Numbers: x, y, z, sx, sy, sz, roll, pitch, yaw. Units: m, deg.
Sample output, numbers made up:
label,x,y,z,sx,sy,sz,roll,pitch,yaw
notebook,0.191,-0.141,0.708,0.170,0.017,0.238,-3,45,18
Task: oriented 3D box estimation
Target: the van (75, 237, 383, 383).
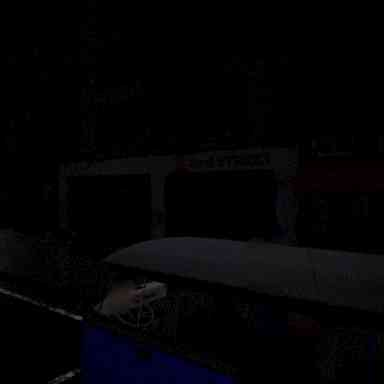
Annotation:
label,x,y,z,sx,sy,sz,roll,pitch,yaw
van,0.829,1.341,2.485,3.998,1.788,1.690,0,0,36
